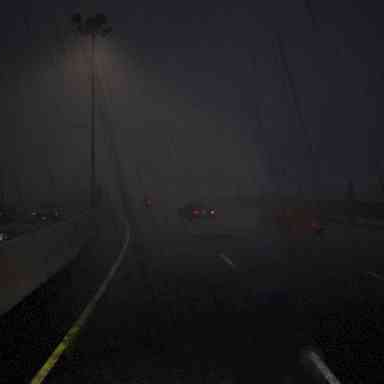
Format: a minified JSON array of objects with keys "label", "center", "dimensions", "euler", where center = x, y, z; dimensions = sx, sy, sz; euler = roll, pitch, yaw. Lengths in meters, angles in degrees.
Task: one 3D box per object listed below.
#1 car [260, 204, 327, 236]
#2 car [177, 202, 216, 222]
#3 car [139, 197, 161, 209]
[{"label":"car","center":[5.340,1.410,18.194],"dimensions":[1.882,1.535,5.008],"euler":[0,0,-9]},{"label":"car","center":[0.233,1.459,25.669],"dimensions":[2.033,1.411,5.357],"euler":[0,0,-15]},{"label":"car","center":[-5.300,1.387,41.740],"dimensions":[1.812,1.442,4.674],"euler":[0,0,-23]}]
